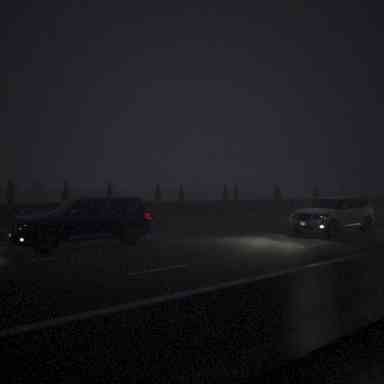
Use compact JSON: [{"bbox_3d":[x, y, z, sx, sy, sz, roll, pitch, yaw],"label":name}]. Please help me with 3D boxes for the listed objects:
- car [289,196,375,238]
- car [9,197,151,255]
[{"bbox_3d":[7.738,1.226,18.111,5.566,2.045,2.150,0,0,-36],"label":"car"},{"bbox_3d":[-4.392,1.220,13.758,5.566,2.045,2.150,0,0,-36],"label":"car"}]
